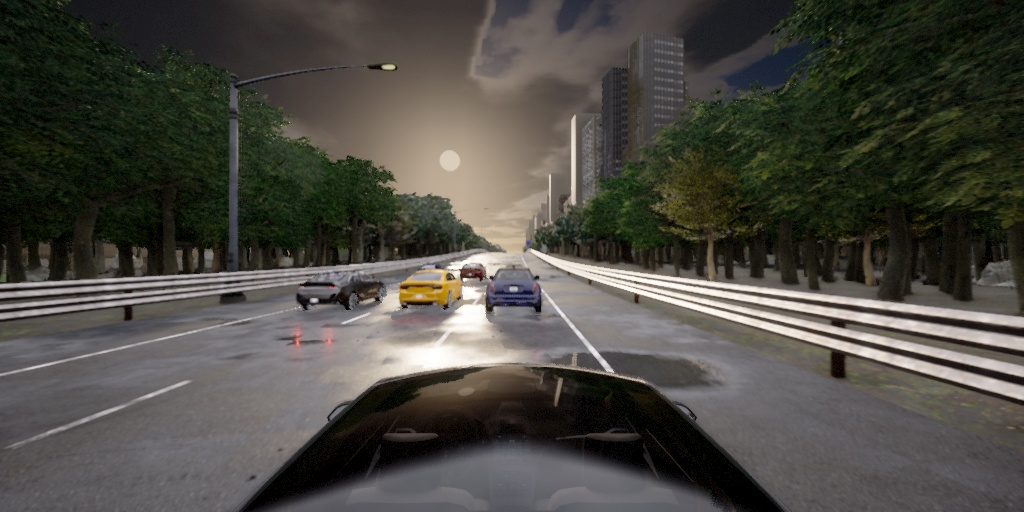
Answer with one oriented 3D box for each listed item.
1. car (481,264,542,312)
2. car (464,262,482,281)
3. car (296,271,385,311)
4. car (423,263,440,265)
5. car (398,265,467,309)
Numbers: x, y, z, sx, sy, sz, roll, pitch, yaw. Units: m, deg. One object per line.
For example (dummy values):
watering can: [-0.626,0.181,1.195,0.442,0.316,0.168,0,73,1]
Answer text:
car: [0.092,1.209,14.891,2.097,1.767,4.553,0,0,1]
car: [-3.269,1.267,30.701,1.882,1.535,5.008,0,1,1]
car: [-6.908,1.351,15.025,2.128,1.511,4.902,0,0,1]
car: [-6.776,1.320,30.373,1.812,1.442,4.674,0,1,1]
car: [-3.393,1.339,15.739,1.882,1.535,5.008,0,0,1]
